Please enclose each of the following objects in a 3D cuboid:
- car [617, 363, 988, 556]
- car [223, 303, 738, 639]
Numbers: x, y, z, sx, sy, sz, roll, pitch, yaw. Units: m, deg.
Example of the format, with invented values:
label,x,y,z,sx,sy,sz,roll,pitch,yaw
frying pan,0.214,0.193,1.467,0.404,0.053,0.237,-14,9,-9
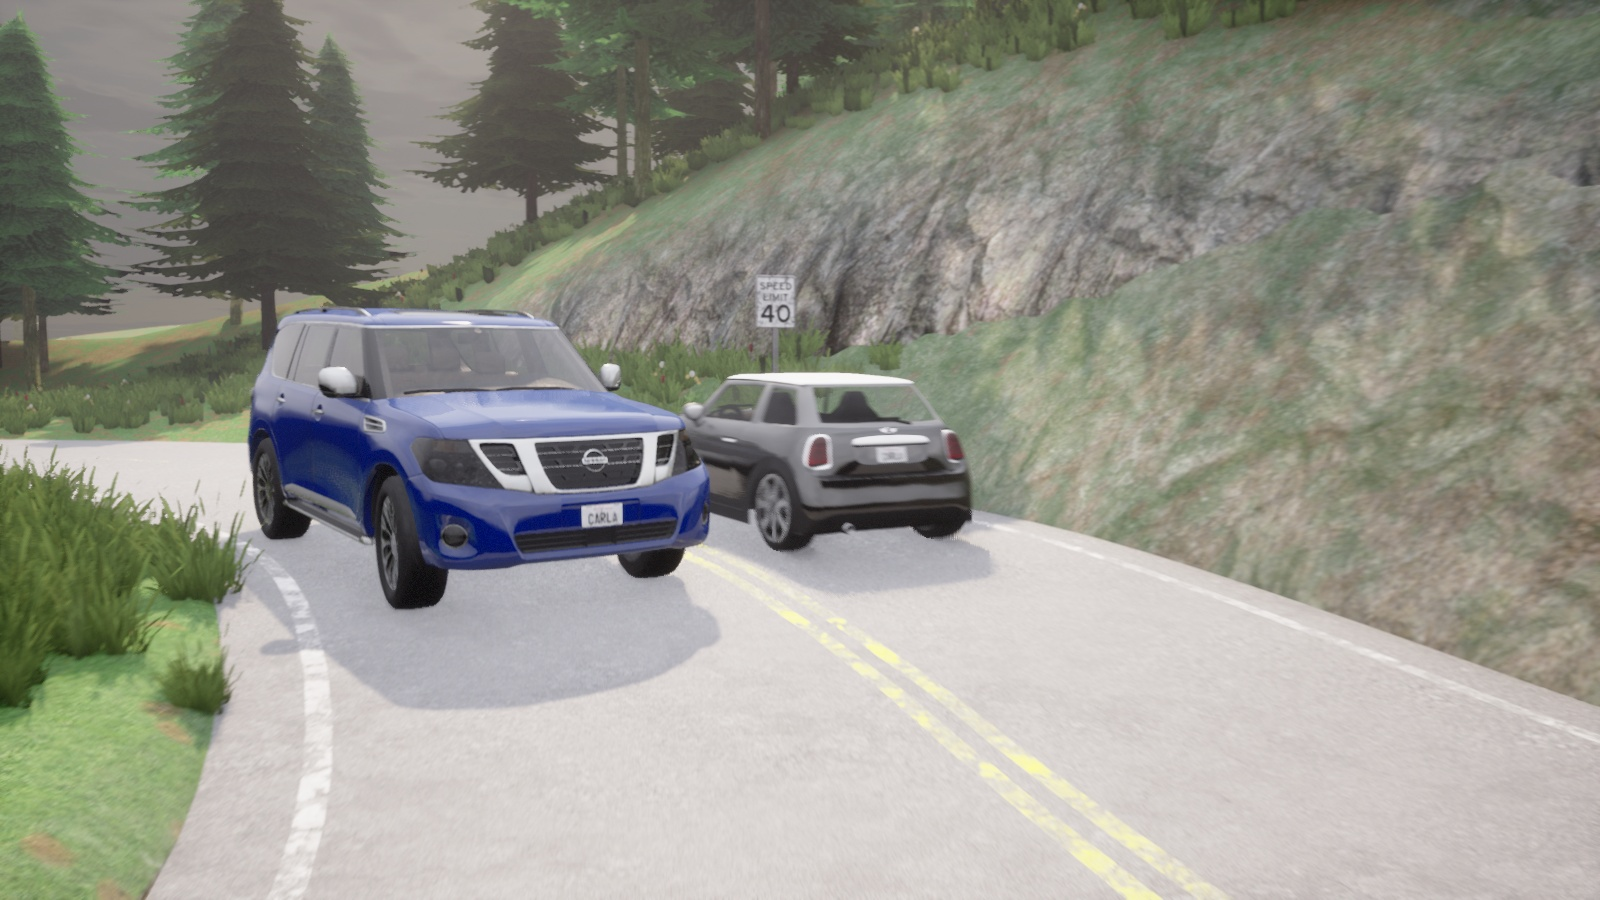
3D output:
label,x,y,z,sx,sy,sz,roll,pitch,yaw
car,-0.149,-0.064,12.224,1.970,1.475,3.806,-3,6,-29
car,-2.968,-0.138,10.464,2.150,2.045,5.566,-4,7,-36
